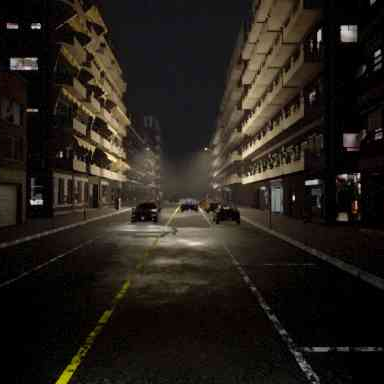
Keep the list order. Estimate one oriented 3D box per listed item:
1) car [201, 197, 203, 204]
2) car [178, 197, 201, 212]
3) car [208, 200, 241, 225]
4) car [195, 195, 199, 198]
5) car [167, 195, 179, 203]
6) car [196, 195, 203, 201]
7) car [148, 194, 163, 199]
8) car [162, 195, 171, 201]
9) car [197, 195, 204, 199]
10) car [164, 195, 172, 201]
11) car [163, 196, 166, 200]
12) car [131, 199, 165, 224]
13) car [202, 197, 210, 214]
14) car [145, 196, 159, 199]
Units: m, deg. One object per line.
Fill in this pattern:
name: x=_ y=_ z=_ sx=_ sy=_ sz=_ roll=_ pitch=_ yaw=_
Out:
car: x=2.311 y=1.598 z=40.892 sx=1.802 sy=1.307 sz=4.206 roll=1 pitch=0 yaw=-1
car: x=-0.276 y=1.616 z=37.993 sx=1.895 sy=1.301 sz=4.718 roll=0 pitch=0 yaw=0
car: x=2.471 y=1.560 z=24.179 sx=2.008 sy=1.369 sz=4.403 roll=1 pitch=0 yaw=-1
car: x=-0.453 y=1.566 z=48.160 sx=2.033 sy=1.411 sz=5.357 roll=0 pitch=0 yaw=-1
car: x=-3.663 y=1.519 z=69.339 sx=1.882 sy=1.535 sz=5.008 roll=0 pitch=0 yaw=-1
car: x=1.890 y=1.561 z=85.629 sx=1.752 sy=1.417 sz=4.829 roll=1 pitch=0 yaw=-1
car: x=-6.172 y=1.336 z=51.992 sx=2.192 sy=1.841 sz=5.009 roll=1 pitch=0 yaw=-1
car: x=-6.494 y=1.561 z=85.248 sx=1.752 sy=1.417 sz=4.829 roll=1 pitch=0 yaw=-1
car: x=2.150 y=1.605 z=57.604 sx=1.802 sy=1.307 sz=4.206 roll=1 pitch=0 yaw=-1
car: x=-6.550 y=1.604 z=90.989 sx=1.947 sy=1.339 sz=4.313 roll=1 pitch=0 yaw=-1
car: x=-6.226 y=1.338 z=57.564 sx=2.192 sy=1.841 sz=5.009 roll=1 pitch=0 yaw=-1
car: x=-3.336 y=1.512 z=24.826 sx=1.837 sy=1.490 sz=4.892 roll=0 pitch=0 yaw=-1
car: x=2.363 y=1.539 z=35.490 sx=1.752 sy=1.417 sz=4.829 roll=1 pitch=0 yaw=-1
car: x=-6.123 y=1.584 z=46.422 sx=1.947 sy=1.339 sz=4.313 roll=1 pitch=0 yaw=-1
